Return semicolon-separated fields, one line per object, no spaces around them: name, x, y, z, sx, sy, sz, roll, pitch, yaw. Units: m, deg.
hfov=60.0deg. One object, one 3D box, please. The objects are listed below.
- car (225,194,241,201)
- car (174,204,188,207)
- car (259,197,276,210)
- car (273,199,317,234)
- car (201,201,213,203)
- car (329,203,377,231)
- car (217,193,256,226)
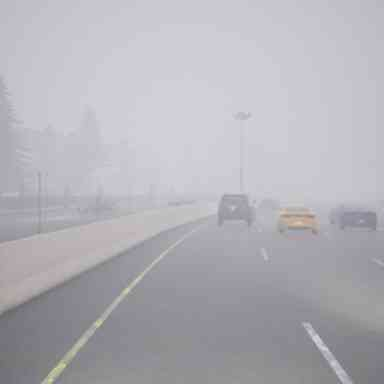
car;8.736;1.061;69.883;1.994;1.385;4.181;1;0;27
car;-1.273;1.360;42.515;1.895;1.301;4.718;0;0;24
car;9.369;1.342;40.038;1.837;1.490;4.892;0;0;25
car;5.881;1.408;19.098;1.882;1.535;5.008;0;0;12
car;2.552;1.308;42.433;1.812;1.442;4.674;0;0;25
car;9.784;1.423;20.503;1.882;1.535;5.008;0;0;13
car;3.136;1.115;22.786;2.150;2.045;5.566;0;0;14
